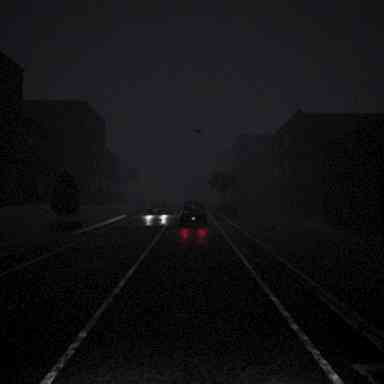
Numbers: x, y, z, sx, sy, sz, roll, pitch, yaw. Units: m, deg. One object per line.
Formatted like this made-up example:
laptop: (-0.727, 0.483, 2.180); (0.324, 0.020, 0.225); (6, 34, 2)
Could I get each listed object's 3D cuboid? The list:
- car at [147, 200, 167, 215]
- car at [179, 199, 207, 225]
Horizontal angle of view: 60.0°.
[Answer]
car: (-3.614, 1.592, 34.986); (1.812, 1.442, 4.674); (0, 0, 0)
car: (0.094, 1.545, 24.417); (2.128, 1.511, 4.902); (0, 0, 0)
